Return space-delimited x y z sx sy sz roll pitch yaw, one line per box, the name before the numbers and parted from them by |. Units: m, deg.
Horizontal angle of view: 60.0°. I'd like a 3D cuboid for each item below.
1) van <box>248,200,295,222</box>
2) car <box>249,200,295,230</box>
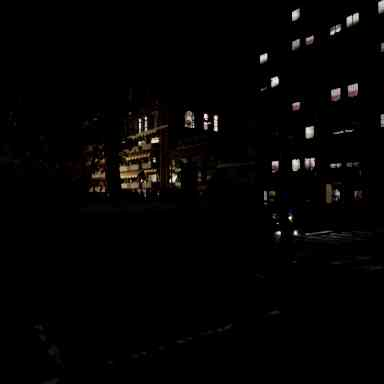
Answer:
van | 7.136 1.643 30.187 1.690 1.788 3.998 -1 0 -36
car | 4.918 1.605 23.421 2.097 1.767 4.553 0 -1 -36
